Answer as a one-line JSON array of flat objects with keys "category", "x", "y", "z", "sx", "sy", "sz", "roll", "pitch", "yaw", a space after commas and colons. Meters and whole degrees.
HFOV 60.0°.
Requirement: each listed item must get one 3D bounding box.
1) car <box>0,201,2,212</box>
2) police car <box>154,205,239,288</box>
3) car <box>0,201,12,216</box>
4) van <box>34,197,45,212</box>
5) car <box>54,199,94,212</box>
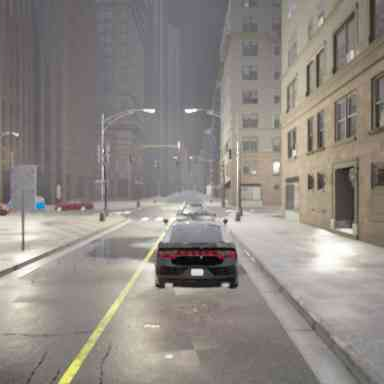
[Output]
[{"category": "car", "x": -25.202, "y": 1.755, "z": 39.512, "sx": 4.206, "sy": 1.307, "sz": 1.802, "roll": -1, "pitch": 1, "yaw": 0}, {"category": "police car", "x": 0.108, "y": 1.393, "z": 9.260, "sx": 1.930, "sy": 1.638, "sz": 5.238, "roll": 0, "pitch": 0, "yaw": 0}, {"category": "car", "x": -19.609, "y": 1.410, "z": 30.959, "sx": 5.009, "sy": 1.841, "sz": 2.192, "roll": -1, "pitch": 1, "yaw": 0}, {"category": "van", "x": -19.581, "y": 1.447, "z": 39.485, "sx": 3.998, "sy": 1.788, "sz": 1.690, "roll": -1, "pitch": 1, "yaw": 0}, {"category": "car", "x": -13.955, "y": 1.582, "z": 39.462, "sx": 4.507, "sy": 1.381, "sz": 1.887, "roll": -1, "pitch": 1, "yaw": 0}]
